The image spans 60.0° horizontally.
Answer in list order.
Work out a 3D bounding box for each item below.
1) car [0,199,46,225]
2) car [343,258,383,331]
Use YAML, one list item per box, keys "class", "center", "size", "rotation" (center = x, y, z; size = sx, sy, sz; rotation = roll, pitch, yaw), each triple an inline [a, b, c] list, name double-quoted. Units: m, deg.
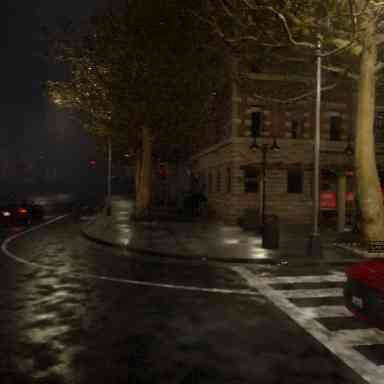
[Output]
- class: "car"
  center: [-10.115, 1.091, 19.579]
  size: [1.994, 1.385, 4.181]
  rotation: [1, 1, -9]
- class: "car"
  center: [5.064, 1.465, 5.382]
  size: [5.008, 1.535, 1.882]
  rotation: [1, 1, -5]
